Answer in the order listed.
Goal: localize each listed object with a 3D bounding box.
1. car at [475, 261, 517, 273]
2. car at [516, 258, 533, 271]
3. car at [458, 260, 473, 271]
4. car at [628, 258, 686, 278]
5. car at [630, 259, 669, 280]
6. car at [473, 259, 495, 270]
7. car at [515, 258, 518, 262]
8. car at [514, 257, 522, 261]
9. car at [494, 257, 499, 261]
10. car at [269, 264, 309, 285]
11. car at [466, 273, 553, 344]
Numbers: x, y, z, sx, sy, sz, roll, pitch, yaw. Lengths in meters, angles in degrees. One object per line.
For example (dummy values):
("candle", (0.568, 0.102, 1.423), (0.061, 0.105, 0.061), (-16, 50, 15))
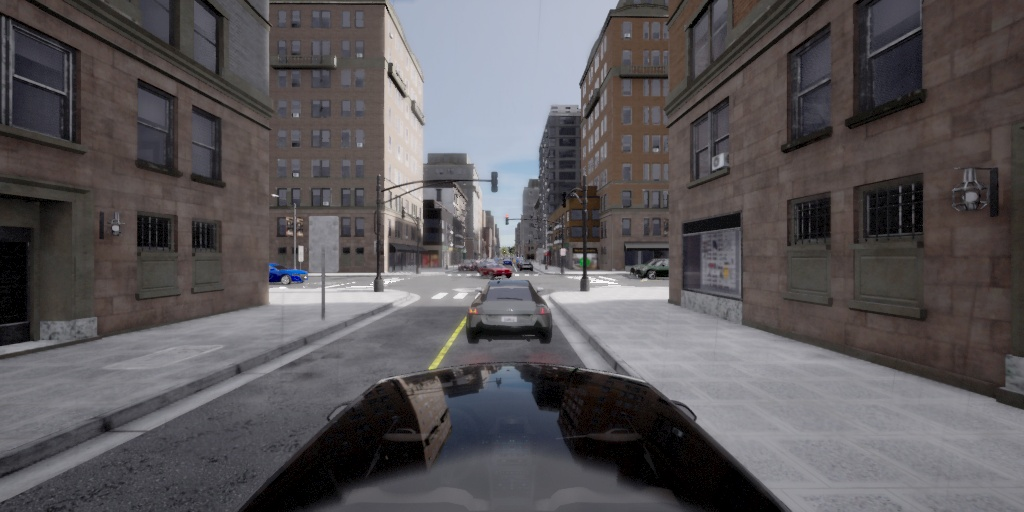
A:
("car", (-1.590, 1.369, 32.891), (1.895, 1.301, 4.718), (0, 0, -23))
("car", (1.899, 1.362, 48.708), (1.948, 1.339, 4.313), (0, 0, 0))
("car", (-6.125, 1.236, 48.643), (1.967, 1.591, 4.097), (0, 0, 0))
("car", (13.377, 1.056, 33.336), (4.553, 1.767, 2.097), (0, 0, -1))
("car", (12.729, 1.052, 30.076), (4.553, 1.767, 2.097), (0, 0, -1))
("car", (-3.566, 1.357, 46.372), (1.994, 1.385, 4.181), (0, 0, 0))
("car", (1.809, 1.399, 59.730), (1.802, 1.307, 4.207), (0, 0, 0))
("car", (1.764, 1.395, 65.240), (1.948, 1.339, 4.313), (0, 0, 0))
("car", (-3.672, 1.347, 61.613), (1.812, 1.442, 4.674), (0, 0, 0))
("car", (-17.584, 1.291, 26.219), (5.008, 1.535, 1.882), (0, 0, 1))
("car", (-0.071, 1.315, 9.636), (1.994, 1.385, 4.181), (0, 0, 0))
